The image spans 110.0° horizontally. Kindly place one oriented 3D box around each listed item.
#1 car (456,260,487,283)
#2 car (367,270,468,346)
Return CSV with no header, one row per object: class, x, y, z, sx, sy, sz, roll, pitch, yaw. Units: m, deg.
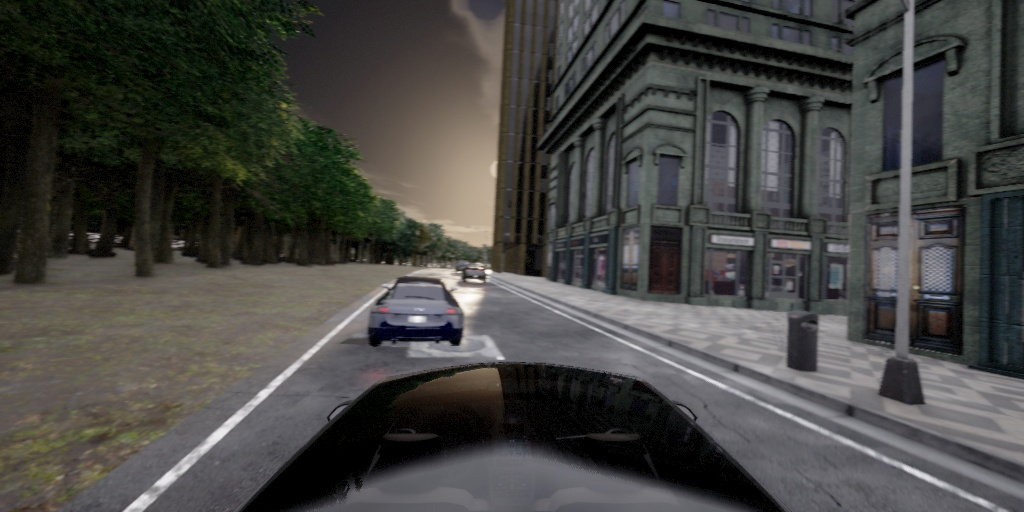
car,-3.127,1.300,28.909,2.128,1.511,4.902,3,-1,-11
car,-2.331,1.202,9.030,1.994,1.385,4.181,3,0,-13
